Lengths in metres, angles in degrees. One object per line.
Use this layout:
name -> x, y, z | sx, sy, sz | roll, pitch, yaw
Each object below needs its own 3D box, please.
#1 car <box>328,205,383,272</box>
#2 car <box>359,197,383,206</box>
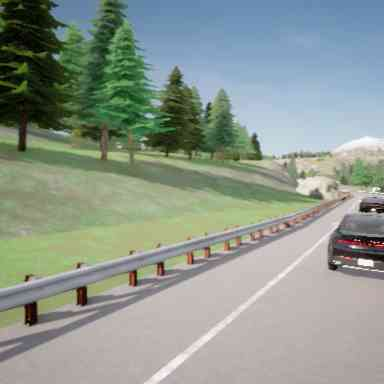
car -> 5.237, 1.364, 9.799 | 1.837, 1.490, 4.892 | 2, 2, 30
car -> 14.418, 1.127, 26.489 | 1.882, 1.535, 5.008 | 2, 2, 28
